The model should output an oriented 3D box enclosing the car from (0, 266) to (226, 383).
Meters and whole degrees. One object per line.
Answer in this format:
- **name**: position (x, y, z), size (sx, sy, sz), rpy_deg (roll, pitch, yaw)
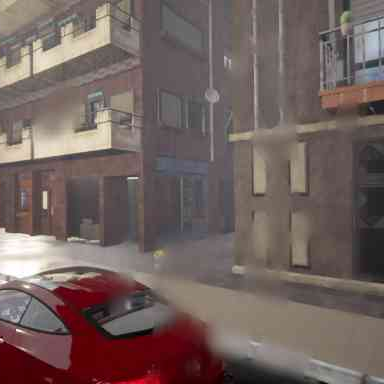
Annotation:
- **car**: position (-1.609, 1.584, 3.997), size (4.206, 1.307, 1.802), rpy_deg (0, -1, 36)
